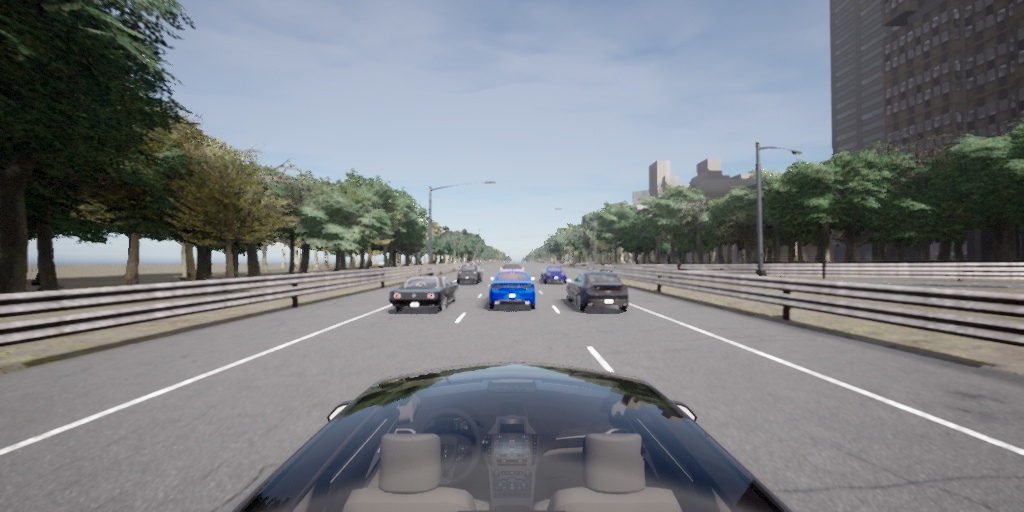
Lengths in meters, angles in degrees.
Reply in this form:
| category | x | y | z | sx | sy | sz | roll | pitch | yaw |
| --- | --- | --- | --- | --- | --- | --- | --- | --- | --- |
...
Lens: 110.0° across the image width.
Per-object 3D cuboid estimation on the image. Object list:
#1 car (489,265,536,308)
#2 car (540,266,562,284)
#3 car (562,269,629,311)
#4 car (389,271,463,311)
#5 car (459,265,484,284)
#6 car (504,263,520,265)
| category | x | y | z | sx | sy | sz | roll | pitch | yaw |
| --- | --- | --- | --- | --- | --- | --- | --- | --- | --- |
| car | 0.027 | 1.373 | 16.090 | 1.882 | 1.535 | 5.008 | 0 | 0 | 0 |
| car | 3.525 | 1.562 | 30.744 | 1.812 | 1.442 | 4.674 | 0 | 0 | 0 |
| car | 3.521 | 1.396 | 15.357 | 1.837 | 1.490 | 4.892 | 0 | 0 | 0 |
| car | -3.480 | 1.487 | 15.110 | 1.895 | 1.301 | 4.718 | 0 | -1 | 0 |
| car | -3.479 | 1.525 | 30.353 | 2.128 | 1.511 | 4.902 | 0 | 0 | 0 |
| car | 0.022 | 1.383 | 30.285 | 2.097 | 1.767 | 4.553 | 0 | -1 | 0 |
